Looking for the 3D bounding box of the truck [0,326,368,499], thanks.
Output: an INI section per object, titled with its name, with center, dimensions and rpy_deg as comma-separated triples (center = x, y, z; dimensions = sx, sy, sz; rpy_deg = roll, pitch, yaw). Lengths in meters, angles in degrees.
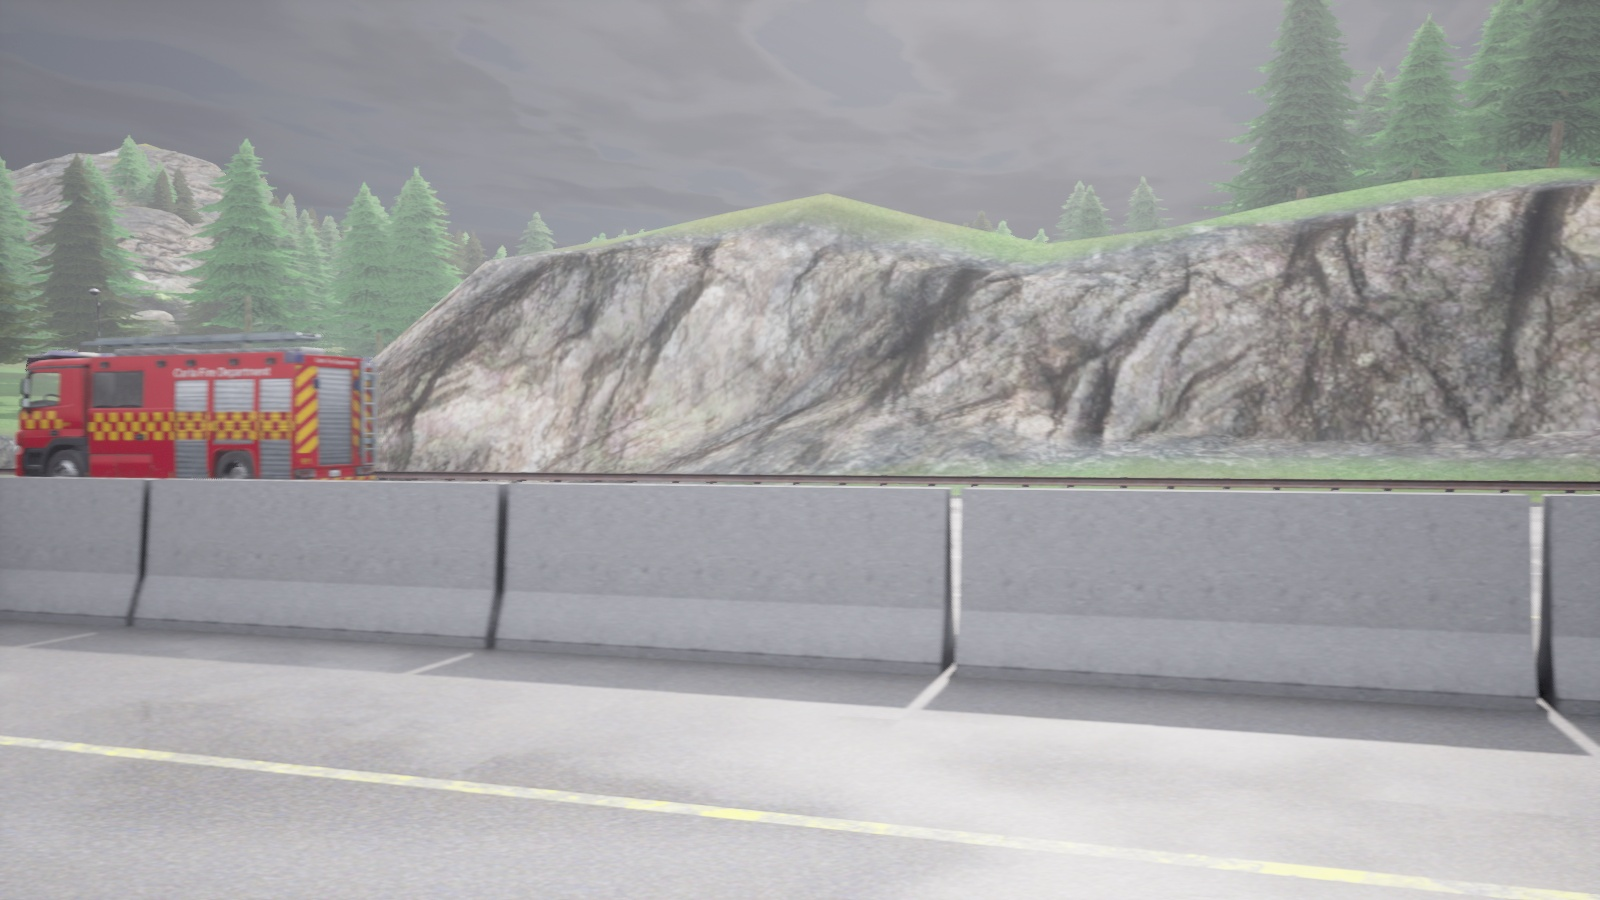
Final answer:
[truck]
center = -14.961, -0.882, 30.433
dimensions = 8.468, 3.827, 2.891
rpy_deg = 1, 1, 18
